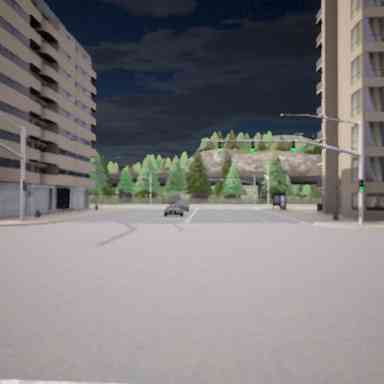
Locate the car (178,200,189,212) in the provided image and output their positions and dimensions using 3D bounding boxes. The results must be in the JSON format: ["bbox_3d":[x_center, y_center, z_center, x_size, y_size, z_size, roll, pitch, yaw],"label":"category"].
[{"bbox_3d":[-1.459,1.937,47.440,2.097,1.767,4.553,0,-1,1],"label":"car"}]

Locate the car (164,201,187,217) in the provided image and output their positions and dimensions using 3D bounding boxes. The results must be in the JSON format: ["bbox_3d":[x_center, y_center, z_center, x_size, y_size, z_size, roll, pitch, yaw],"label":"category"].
[{"bbox_3d":[-1.941,2.021,37.183,1.994,1.385,4.181,0,-1,3],"label":"car"}]
